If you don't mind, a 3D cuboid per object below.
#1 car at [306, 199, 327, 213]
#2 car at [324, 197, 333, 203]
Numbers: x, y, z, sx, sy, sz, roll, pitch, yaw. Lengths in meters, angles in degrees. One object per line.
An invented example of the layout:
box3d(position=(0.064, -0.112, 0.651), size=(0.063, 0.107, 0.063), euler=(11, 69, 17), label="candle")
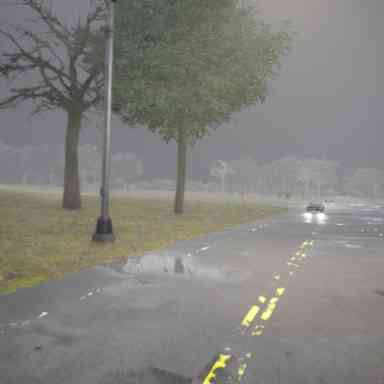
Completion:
box3d(position=(15.422, 1.895, 41.596), size=(1.895, 1.301, 4.718), euler=(2, 0, 25), label="car")
box3d(position=(33.894, 1.947, 82.376), size=(1.837, 1.490, 4.892), euler=(2, 1, 24), label="car")
